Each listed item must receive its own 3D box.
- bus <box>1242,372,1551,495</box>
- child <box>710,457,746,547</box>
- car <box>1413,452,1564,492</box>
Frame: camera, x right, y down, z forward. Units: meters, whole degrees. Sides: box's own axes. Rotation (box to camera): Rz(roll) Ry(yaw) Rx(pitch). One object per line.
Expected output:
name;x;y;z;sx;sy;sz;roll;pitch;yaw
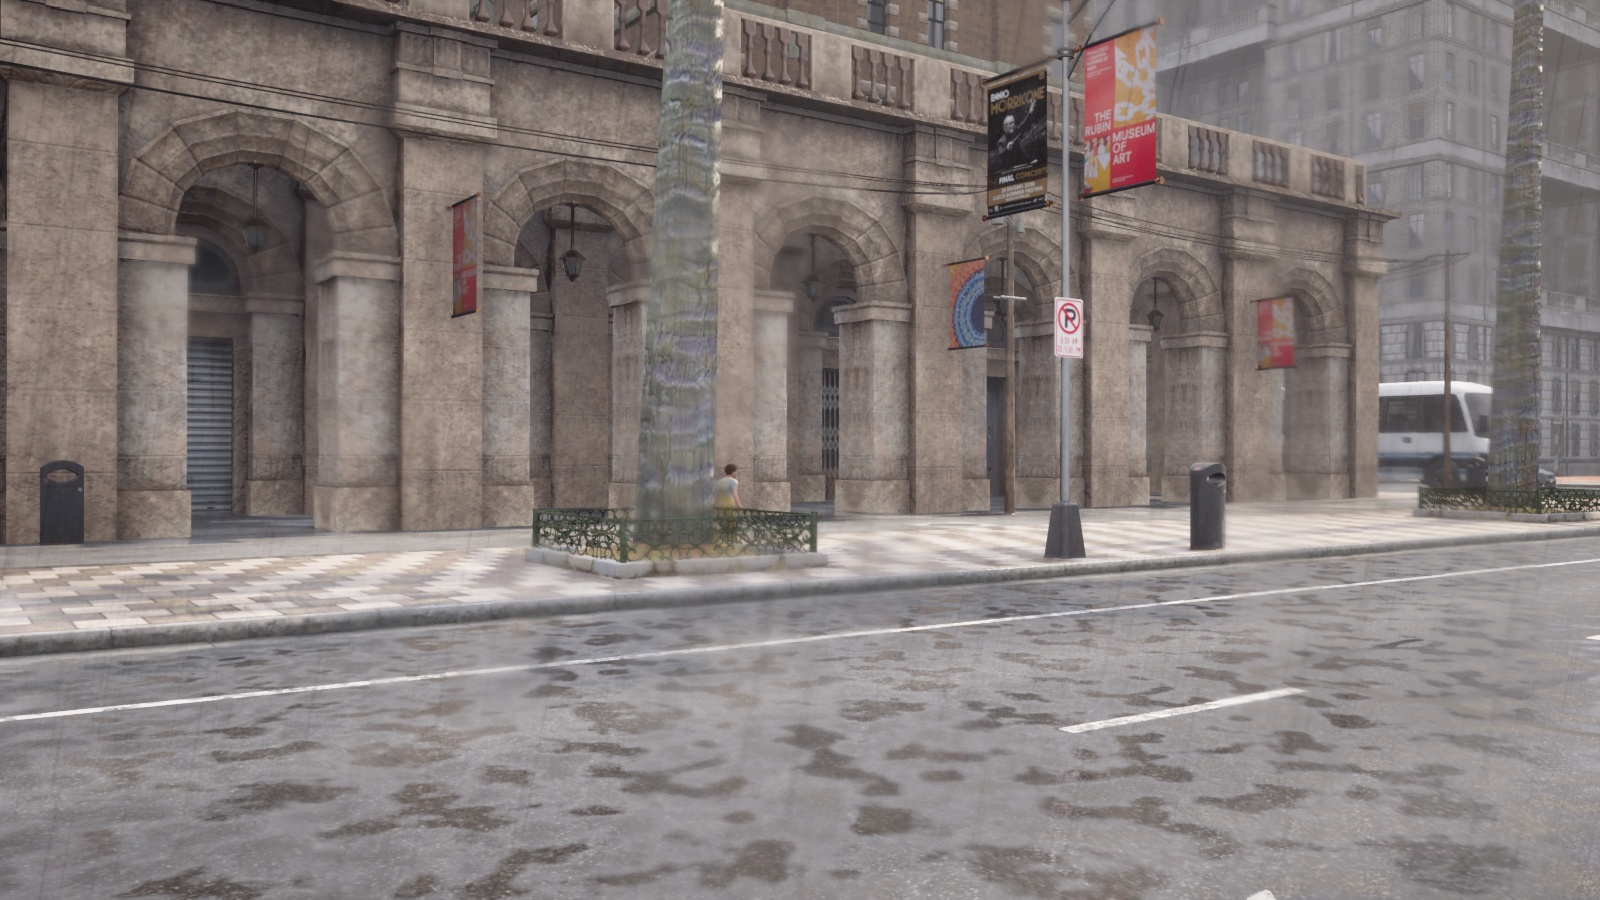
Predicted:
bus;22.863;-0.560;48.917;3.944;4.253;10.273;0;0;-35
child;-1.025;0.727;17.820;0.437;1.263;0.270;0;0;-35
car;26.913;0.813;49.256;1.837;1.490;4.892;0;0;-34
